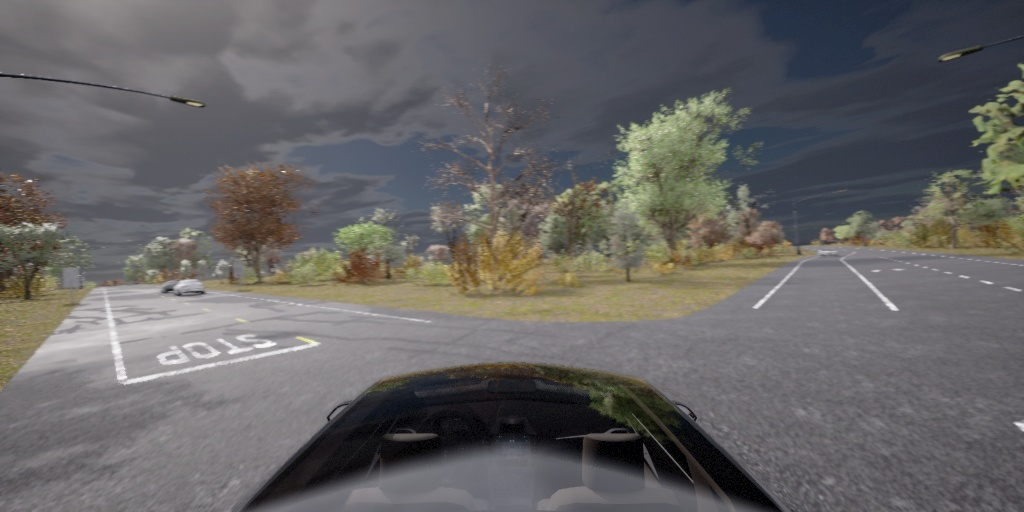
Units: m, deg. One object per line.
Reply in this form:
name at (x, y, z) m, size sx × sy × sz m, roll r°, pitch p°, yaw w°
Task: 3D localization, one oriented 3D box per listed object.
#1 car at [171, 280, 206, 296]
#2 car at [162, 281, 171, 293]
car at (-31.170, 3.021, 34.629) m, size 4.674 × 1.442 × 1.812 m, roll -3°, pitch -1°, yaw 41°
car at (-39.114, 3.505, 41.602) m, size 4.181 × 1.385 × 1.994 m, roll -3°, pitch -1°, yaw 42°
